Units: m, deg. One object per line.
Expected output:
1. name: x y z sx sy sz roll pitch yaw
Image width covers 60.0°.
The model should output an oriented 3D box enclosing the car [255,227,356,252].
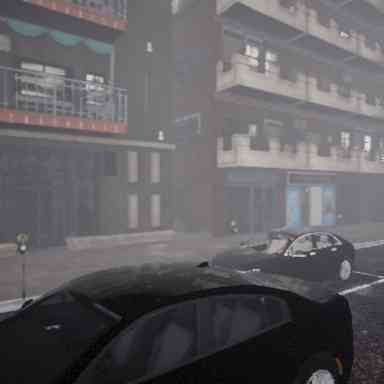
1. car: 2.338 1.590 8.239 4.403 1.369 2.008 0 -1 -35

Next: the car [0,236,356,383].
1. car: -0.549 1.485 2.986 5.008 1.535 1.882 0 0 -35
